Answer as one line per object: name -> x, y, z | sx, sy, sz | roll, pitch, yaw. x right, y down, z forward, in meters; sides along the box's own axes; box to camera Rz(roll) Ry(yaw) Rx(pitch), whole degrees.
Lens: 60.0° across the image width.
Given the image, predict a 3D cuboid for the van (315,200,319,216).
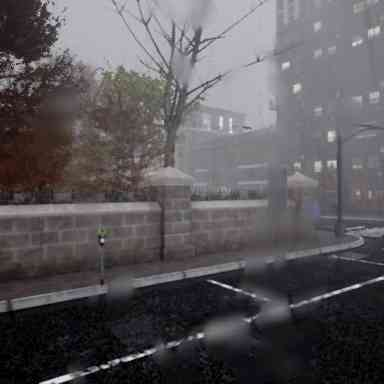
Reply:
van -> 10.417, 1.630, 32.623 | 1.690, 1.788, 3.998 | -1, 0, -36
